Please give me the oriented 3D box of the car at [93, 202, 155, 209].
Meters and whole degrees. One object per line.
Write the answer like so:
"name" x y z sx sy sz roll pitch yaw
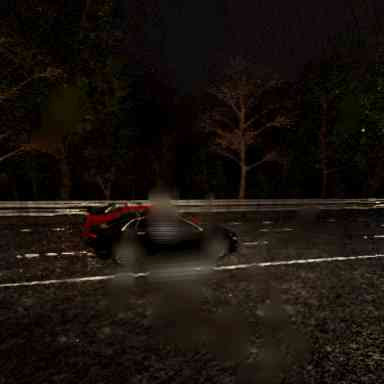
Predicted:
"car" -1.963 1.324 14.092 5.008 1.535 1.882 0 1 -18

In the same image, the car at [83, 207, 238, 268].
"car" -0.873 1.408 10.766 4.892 1.490 1.837 0 1 -18

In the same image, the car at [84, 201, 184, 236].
"car" -3.080 1.280 17.407 4.902 1.511 2.128 0 1 -18
